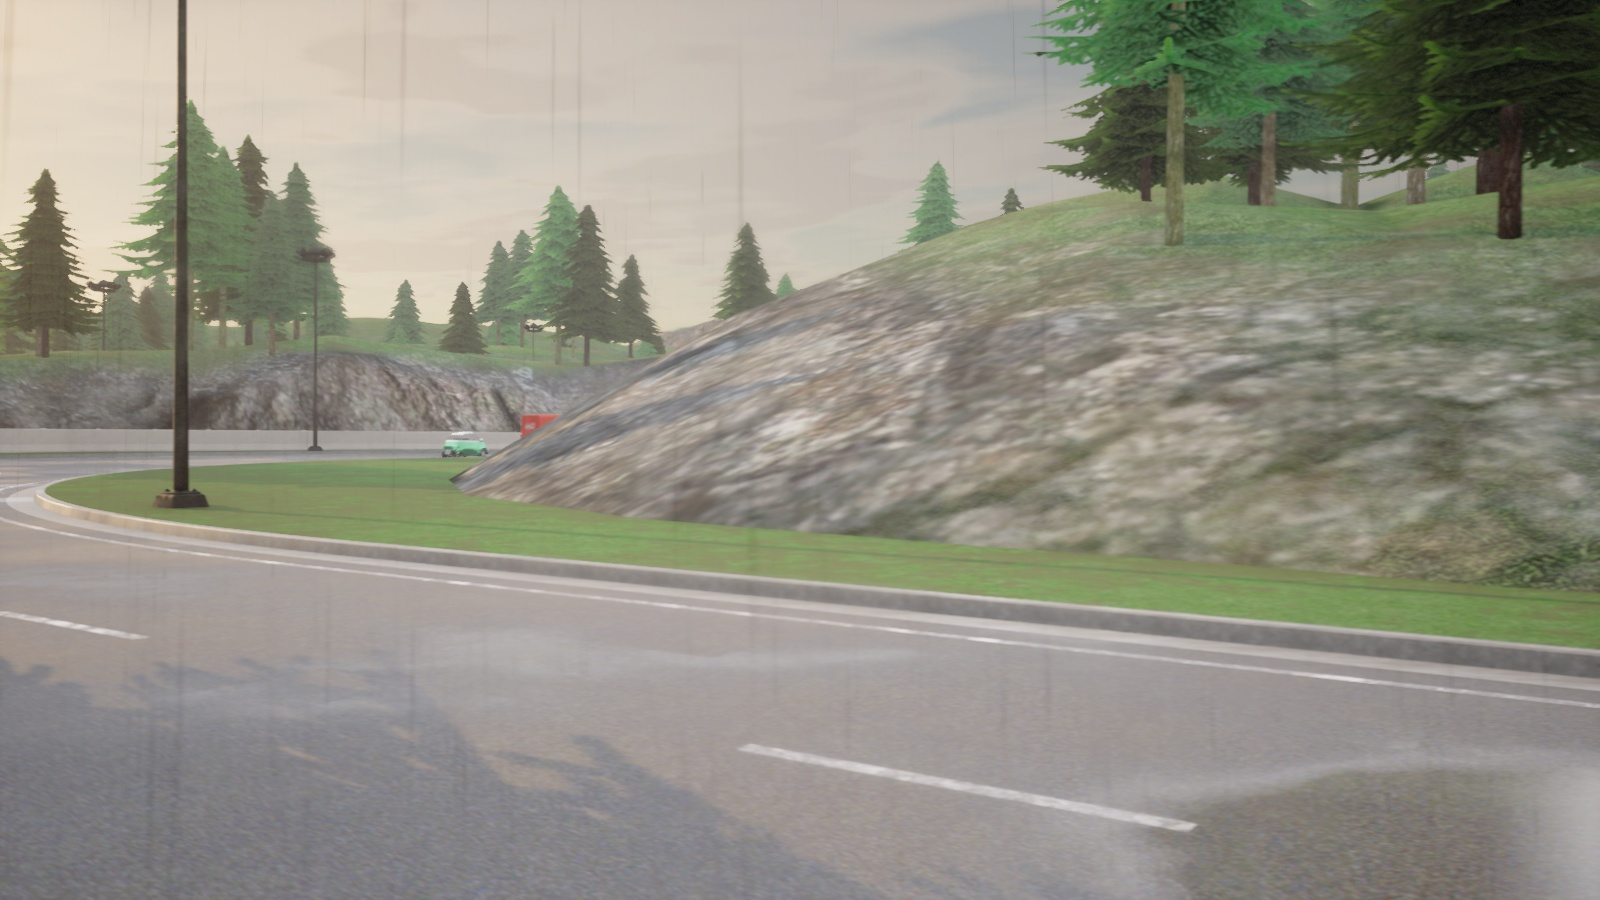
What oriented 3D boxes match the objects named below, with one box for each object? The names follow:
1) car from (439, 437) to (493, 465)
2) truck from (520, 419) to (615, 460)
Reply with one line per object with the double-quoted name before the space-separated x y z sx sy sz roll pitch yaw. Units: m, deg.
"car" -17.144 0.062 64.465 1.481 1.376 2.207 -1 1 33
"truck" -14.454 -0.693 78.279 5.204 2.467 2.627 -1 1 -42
